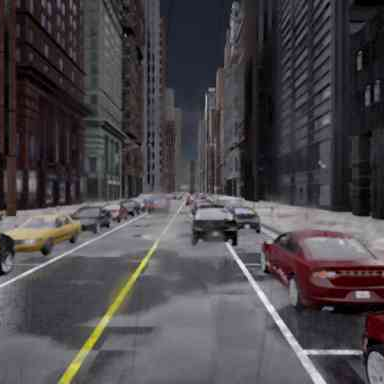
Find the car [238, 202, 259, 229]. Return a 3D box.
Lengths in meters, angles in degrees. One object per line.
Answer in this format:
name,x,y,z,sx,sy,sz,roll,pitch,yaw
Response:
car,2.757,1.484,18.879,2.008,1.369,4.403,0,0,0

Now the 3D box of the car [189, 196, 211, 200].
car,0.844,1.423,31.062,1.812,1.442,4.674,0,0,0

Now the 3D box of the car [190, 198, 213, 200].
car,0.895,1.420,25.064,1.837,1.490,4.892,0,0,0

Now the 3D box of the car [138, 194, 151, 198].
car,-5.771,1.323,35.771,1.967,1.590,4.097,0,0,0

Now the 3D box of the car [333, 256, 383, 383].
car,2.761,1.537,1.971,1.887,1.381,4.507,0,0,0

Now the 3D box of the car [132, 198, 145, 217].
car,-5.770,1.465,30.134,1.947,1.339,4.313,0,0,0

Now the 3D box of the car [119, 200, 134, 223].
car,-5.768,1.498,24.498,1.802,1.307,4.206,0,0,0

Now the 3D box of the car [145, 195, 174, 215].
car,-3.100,1.370,32.471,1.882,1.535,5.008,0,0,0

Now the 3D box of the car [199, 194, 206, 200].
car,2.745,1.291,86.684,1.752,1.417,4.829,0,0,0

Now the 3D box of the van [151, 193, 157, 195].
van,-5.772,1.209,41.407,1.690,1.788,3.998,0,0,0

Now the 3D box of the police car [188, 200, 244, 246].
police car,0.897,1.371,15.174,1.930,1.638,5.238,0,0,0

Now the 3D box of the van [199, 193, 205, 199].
van,2.743,1.097,92.149,1.690,1.788,3.998,0,0,0

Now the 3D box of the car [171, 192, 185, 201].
car,-3.013,1.228,73.305,1.837,1.490,4.892,0,0,0

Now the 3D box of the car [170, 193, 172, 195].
car,-5.779,1.321,80.863,1.887,1.381,4.507,0,0,0

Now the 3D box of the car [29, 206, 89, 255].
car,-5.766,1.479,13.054,1.752,1.417,4.829,0,0,0

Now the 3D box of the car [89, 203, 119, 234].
car,-5.767,1.500,18.860,1.947,1.339,4.313,0,0,0

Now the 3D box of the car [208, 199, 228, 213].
car,2.754,1.465,35.788,1.802,1.307,4.206,0,0,0

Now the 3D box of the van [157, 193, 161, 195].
van,-5.773,1.194,47.043,1.690,1.788,3.998,0,0,0

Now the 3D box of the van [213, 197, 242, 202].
van,2.756,1.257,24.515,1.690,1.788,3.998,0,0,0

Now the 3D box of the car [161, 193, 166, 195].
car,-5.775,1.140,58.316,2.192,1.841,5.009,0,0,0

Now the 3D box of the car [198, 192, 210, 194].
car,2.749,1.126,63.968,2.192,1.841,5.009,0,0,0

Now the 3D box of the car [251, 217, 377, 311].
car,2.760,1.517,7.607,1.887,1.381,4.507,0,0,0

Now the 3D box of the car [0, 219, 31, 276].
car,-5.765,1.538,7.588,1.947,1.339,4.313,0,0,0

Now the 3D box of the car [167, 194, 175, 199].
car,-5.781,1.322,92.136,1.947,1.339,4.313,0,0,0

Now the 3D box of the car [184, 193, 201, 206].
car,-0.005,1.368,50.868,1.812,1.442,4.674,0,0,0

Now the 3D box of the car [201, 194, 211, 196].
car,2.751,1.383,52.697,1.887,1.381,4.507,0,0,0
